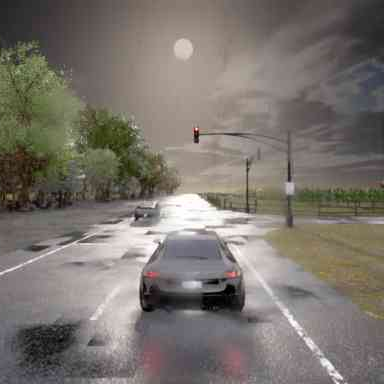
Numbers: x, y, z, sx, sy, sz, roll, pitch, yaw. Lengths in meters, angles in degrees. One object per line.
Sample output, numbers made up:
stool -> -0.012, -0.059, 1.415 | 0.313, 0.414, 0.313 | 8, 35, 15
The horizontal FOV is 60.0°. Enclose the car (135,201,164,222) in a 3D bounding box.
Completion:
car -> -3.369, 1.496, 26.636 | 2.128, 1.511, 4.902 | 0, 0, 0

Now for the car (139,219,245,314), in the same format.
car -> 0.011, 1.566, 7.725 | 1.994, 1.385, 4.181 | 0, 0, 0
